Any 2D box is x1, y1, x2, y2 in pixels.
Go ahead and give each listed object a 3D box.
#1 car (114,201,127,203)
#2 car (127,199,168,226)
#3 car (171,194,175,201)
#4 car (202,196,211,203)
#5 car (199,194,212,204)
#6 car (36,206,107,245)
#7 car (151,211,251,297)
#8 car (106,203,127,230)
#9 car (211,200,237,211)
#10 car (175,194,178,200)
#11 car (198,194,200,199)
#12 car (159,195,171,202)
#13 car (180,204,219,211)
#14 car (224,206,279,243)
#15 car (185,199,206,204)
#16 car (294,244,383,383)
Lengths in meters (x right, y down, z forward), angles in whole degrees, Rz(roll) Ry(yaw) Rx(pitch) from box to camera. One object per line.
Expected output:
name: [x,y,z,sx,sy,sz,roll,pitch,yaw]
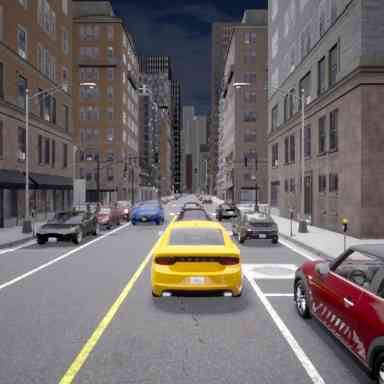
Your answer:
car: [-5.658,1.443,26.691,1.967,1.590,4.097,0,0,0]
car: [-3.026,1.480,23.671,1.882,1.535,5.008,0,0,1]
car: [-5.582,1.615,74.611,2.008,1.369,4.403,0,0,0]
car: [2.930,1.579,69.357,1.752,1.417,4.829,0,0,0]
car: [2.917,1.483,63.778,1.967,1.590,4.097,0,0,0]
car: [-5.663,1.567,15.688,1.947,1.339,4.313,0,0,0]
car: [0.098,1.478,8.612,1.882,1.535,5.008,0,0,0]
car: [-5.661,1.584,21.190,1.802,1.307,4.206,0,0,0]
car: [2.867,1.569,26.687,1.947,1.339,4.313,0,0,0]
car: [-5.547,1.637,90.667,1.752,1.417,4.829,0,0,0]
car: [2.942,1.615,74.595,2.008,1.369,4.403,0,0,0]
car: [-5.607,1.625,63.794,1.802,1.307,4.206,0,0,0]
car: [0.114,1.565,17.605,1.994,1.385,4.181,0,0,0]
car: [2.862,1.552,15.685,2.008,1.369,4.403,0,0,0]
car: [0.011,1.529,26.416,1.812,1.442,4.674,0,0,2]
car: [2.858,1.440,4.682,1.967,1.590,4.097,0,0,0]
